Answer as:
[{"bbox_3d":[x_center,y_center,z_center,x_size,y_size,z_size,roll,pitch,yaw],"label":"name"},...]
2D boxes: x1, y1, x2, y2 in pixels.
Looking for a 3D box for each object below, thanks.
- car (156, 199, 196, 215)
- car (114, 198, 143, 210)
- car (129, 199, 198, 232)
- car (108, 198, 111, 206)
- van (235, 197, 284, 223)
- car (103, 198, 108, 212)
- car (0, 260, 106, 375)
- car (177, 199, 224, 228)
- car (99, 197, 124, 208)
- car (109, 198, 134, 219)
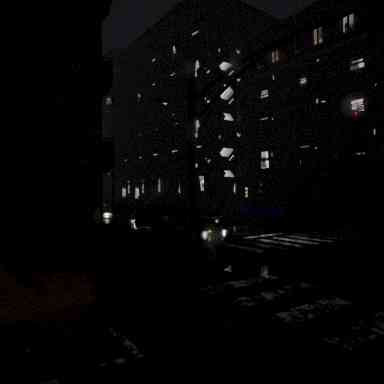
[{"bbox_3d":[-1.761,1.450,34.235,1.752,1.417,4.829,0,0,-36],"label":"car"},{"bbox_3d":[-8.298,1.463,43.271,1.887,1.381,4.507,-1,0,-36],"label":"car"},{"bbox_3d":[-1.826,1.441,20.026,1.967,1.590,4.097,0,0,-36],"label":"car"},{"bbox_3d":[-7.261,1.416,37.418,1.882,1.535,5.008,-1,0,-36],"label":"car"},{"bbox_3d":[4.975,1.280,24.922,1.690,1.788,3.998,0,0,-36],"label":"van"},{"bbox_3d":[-11.337,1.439,37.608,1.882,1.535,5.008,-1,0,-36],"label":"car"},{"bbox_3d":[-3.559,1.525,4.030,4.829,1.417,1.752,0,0,-35],"label":"car"},{"bbox_3d":[0.043,1.473,21.859,2.128,1.511,4.902,-1,0,-36],"label":"car"},{"bbox_3d":[-11.616,1.463,47.858,1.887,1.381,4.507,-1,0,-36],"label":"car"},{"bbox_3d":[-5.350,1.533,29.308,1.994,1.385,4.181,-1,0,-37],"label":"car"}]
